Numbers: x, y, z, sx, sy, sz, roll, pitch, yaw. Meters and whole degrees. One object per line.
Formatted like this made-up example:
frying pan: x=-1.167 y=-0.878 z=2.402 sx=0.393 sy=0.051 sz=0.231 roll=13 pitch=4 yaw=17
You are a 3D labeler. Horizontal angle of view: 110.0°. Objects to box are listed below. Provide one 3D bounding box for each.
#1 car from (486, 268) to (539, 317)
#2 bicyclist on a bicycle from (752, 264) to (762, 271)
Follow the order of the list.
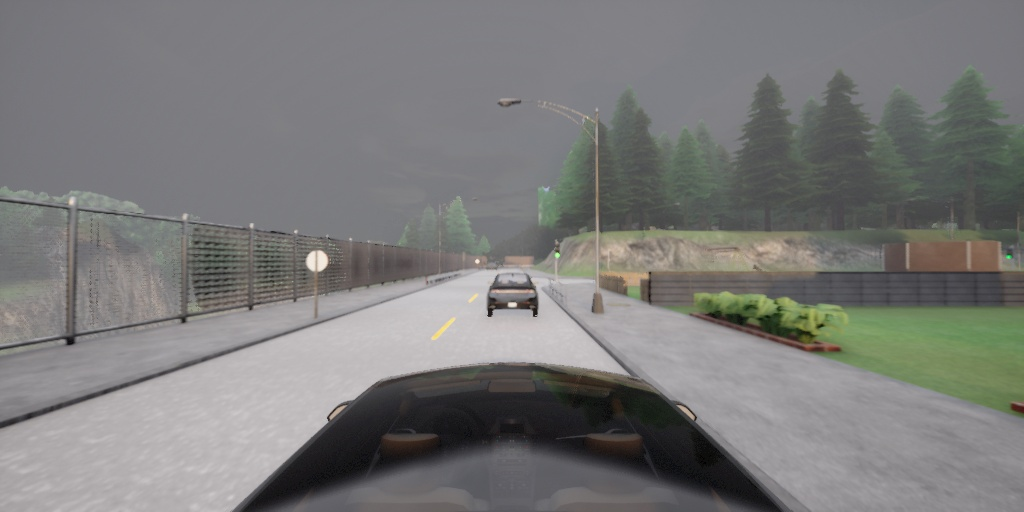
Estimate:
car: x=0.037 y=1.412 z=14.122 sx=2.128 sy=1.511 sz=4.902 roll=0 pitch=-1 yaw=1
bicyclist on a bicycle: x=19.780 y=1.475 z=29.058 sx=0.582 sy=1.620 sz=1.656 roll=0 pitch=-1 yaw=0
